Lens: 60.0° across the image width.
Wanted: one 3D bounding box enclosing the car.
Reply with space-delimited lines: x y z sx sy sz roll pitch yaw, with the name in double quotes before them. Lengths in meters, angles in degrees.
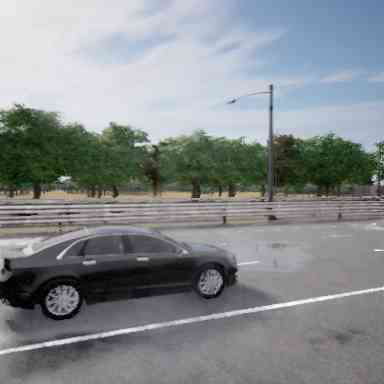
"car" -1.318 1.481 7.116 4.892 1.490 1.837 0 0 -23
